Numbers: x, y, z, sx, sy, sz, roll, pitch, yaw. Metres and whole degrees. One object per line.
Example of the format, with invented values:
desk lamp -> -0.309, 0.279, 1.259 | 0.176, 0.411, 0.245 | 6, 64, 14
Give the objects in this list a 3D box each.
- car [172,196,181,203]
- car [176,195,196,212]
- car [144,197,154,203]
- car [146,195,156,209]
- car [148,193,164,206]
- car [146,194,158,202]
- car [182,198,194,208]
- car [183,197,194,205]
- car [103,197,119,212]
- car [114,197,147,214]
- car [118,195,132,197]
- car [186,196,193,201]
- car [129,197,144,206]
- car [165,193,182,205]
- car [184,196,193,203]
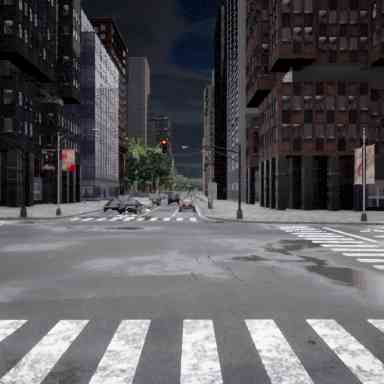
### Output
car -> -3.468, 1.651, 75.398 | 1.994, 1.385, 4.181 | 0, 0, 0
car -> -0.544, 1.448, 38.997 | 1.967, 1.590, 4.097 | 0, 0, 0
car -> -9.226, 1.669, 71.515 | 1.802, 1.307, 4.206 | 0, 0, 0
car -> -6.433, 1.548, 45.316 | 1.812, 1.442, 4.674 | 0, 0, 0
car -> -6.472, 1.268, 55.959 | 2.150, 2.045, 5.566 | 0, 0, 0
car -> -9.253, 1.417, 76.941 | 2.192, 1.841, 5.009 | 0, 0, 0
car -> -0.596, 1.614, 49.847 | 1.802, 1.307, 4.206 | 0, 0, 0
car -> -0.648, 1.603, 60.697 | 1.887, 1.381, 4.507 | 0, 0, 0
car -> -9.069, 1.574, 38.959 | 1.947, 1.339, 4.313 | 0, 0, 0
car -> -6.385, 1.547, 35.090 | 2.033, 1.411, 5.357 | 0, 0, 0
car -> -9.096, 1.335, 44.385 | 2.192, 1.841, 5.009 | 0, 0, 0
car -> -0.806, 1.696, 93.246 | 1.887, 1.381, 4.507 | 0, 0, 0
car -> -9.146, 1.570, 55.067 | 1.752, 1.417, 4.829 | 0, 0, 0
car -> -3.315, 1.286, 62.406 | 2.150, 2.045, 5.566 | 0, 0, 0
car -> -0.701, 1.613, 71.717 | 1.752, 1.417, 4.829 | 0, 0, 0
